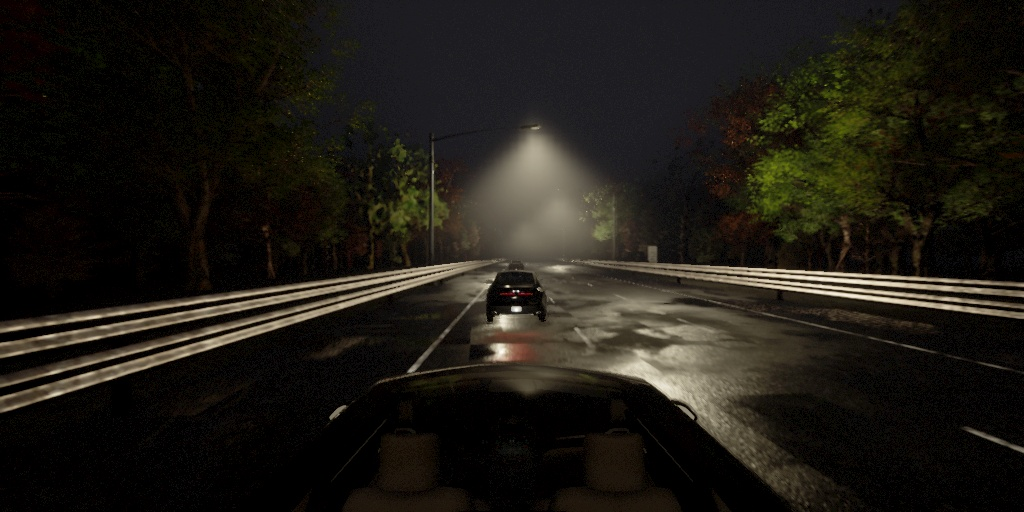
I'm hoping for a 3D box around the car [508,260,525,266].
[{"bbox_3d":[0.522,1.251,43.166,1.837,1.490,4.892,0,0,1],"label":"car"}]

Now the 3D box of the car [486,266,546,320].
[{"bbox_3d":[0.139,1.254,12.560,1.837,1.490,4.892,0,0,0],"label":"car"}]
